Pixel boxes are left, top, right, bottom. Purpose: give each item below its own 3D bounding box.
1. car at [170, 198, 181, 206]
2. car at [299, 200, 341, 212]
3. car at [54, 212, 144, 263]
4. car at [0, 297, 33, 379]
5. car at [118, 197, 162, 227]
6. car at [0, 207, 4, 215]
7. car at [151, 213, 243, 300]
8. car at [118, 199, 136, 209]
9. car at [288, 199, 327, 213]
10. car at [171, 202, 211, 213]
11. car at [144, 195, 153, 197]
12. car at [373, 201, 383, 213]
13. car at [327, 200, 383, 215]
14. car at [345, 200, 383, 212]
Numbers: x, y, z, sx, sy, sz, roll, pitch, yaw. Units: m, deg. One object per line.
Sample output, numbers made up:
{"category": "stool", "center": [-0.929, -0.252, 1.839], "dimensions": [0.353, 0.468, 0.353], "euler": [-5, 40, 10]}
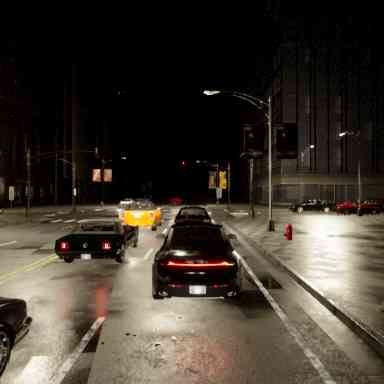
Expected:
{"category": "car", "center": [-3.010, 1.828, 62.032], "dimensions": [1.812, 1.442, 4.674], "euler": [0, 0, 0]}
{"category": "car", "center": [15.277, 1.663, 39.776], "dimensions": [4.313, 1.339, 1.947], "euler": [0, 0, -1]}
{"category": "car", "center": [-3.121, 1.615, 12.002], "dimensions": [1.895, 1.301, 4.718], "euler": [0, 0, 0]}
{"category": "car", "center": [-3.152, 1.548, 2.215], "dimensions": [2.033, 1.411, 5.357], "euler": [0, 0, 0]}
{"category": "car", "center": [-3.101, 1.397, 20.996], "dimensions": [2.097, 1.767, 4.553], "euler": [0, 0, 0]}
{"category": "car", "center": [-21.365, 1.698, 33.363], "dimensions": [4.674, 1.442, 1.812], "euler": [0, -1, 0]}
{"category": "car", "center": [0.117, 1.512, 8.391], "dimensions": [1.837, 1.490, 4.892], "euler": [0, 0, 0]}
{"category": "car", "center": [-9.727, 1.746, 50.411], "dimensions": [1.812, 1.442, 4.674], "euler": [0, 0, 0]}
{"category": "car", "center": [13.214, 1.577, 36.995], "dimensions": [4.892, 1.490, 1.837], "euler": [0, -1, -1]}
{"category": "car", "center": [0.041, 1.510, 17.882], "dimensions": [1.882, 1.535, 5.008], "euler": [0, 0, 0]}
{"category": "car", "center": [-9.585, 1.604, 71.773], "dimensions": [2.150, 2.045, 5.566], "euler": [0, 0, 0]}
{"category": "car", "center": [23.114, 1.640, 37.128], "dimensions": [4.718, 1.301, 1.895], "euler": [0, -1, -1]}
{"category": "car", "center": [15.388, 1.578, 31.252], "dimensions": [4.206, 1.307, 1.802], "euler": [0, 0, -1]}
{"category": "car", "center": [20.917, 1.644, 39.851], "dimensions": [4.313, 1.339, 1.947], "euler": [0, 0, -1]}
